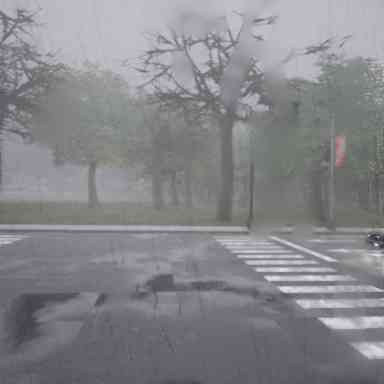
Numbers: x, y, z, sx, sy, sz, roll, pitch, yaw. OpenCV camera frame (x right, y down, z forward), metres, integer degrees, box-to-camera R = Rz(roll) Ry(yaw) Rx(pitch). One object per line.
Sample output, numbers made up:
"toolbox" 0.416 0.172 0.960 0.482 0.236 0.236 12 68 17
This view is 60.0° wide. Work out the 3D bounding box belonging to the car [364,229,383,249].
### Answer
"car" 10.168 1.810 13.853 5.357 1.411 2.033 1 0 -6
